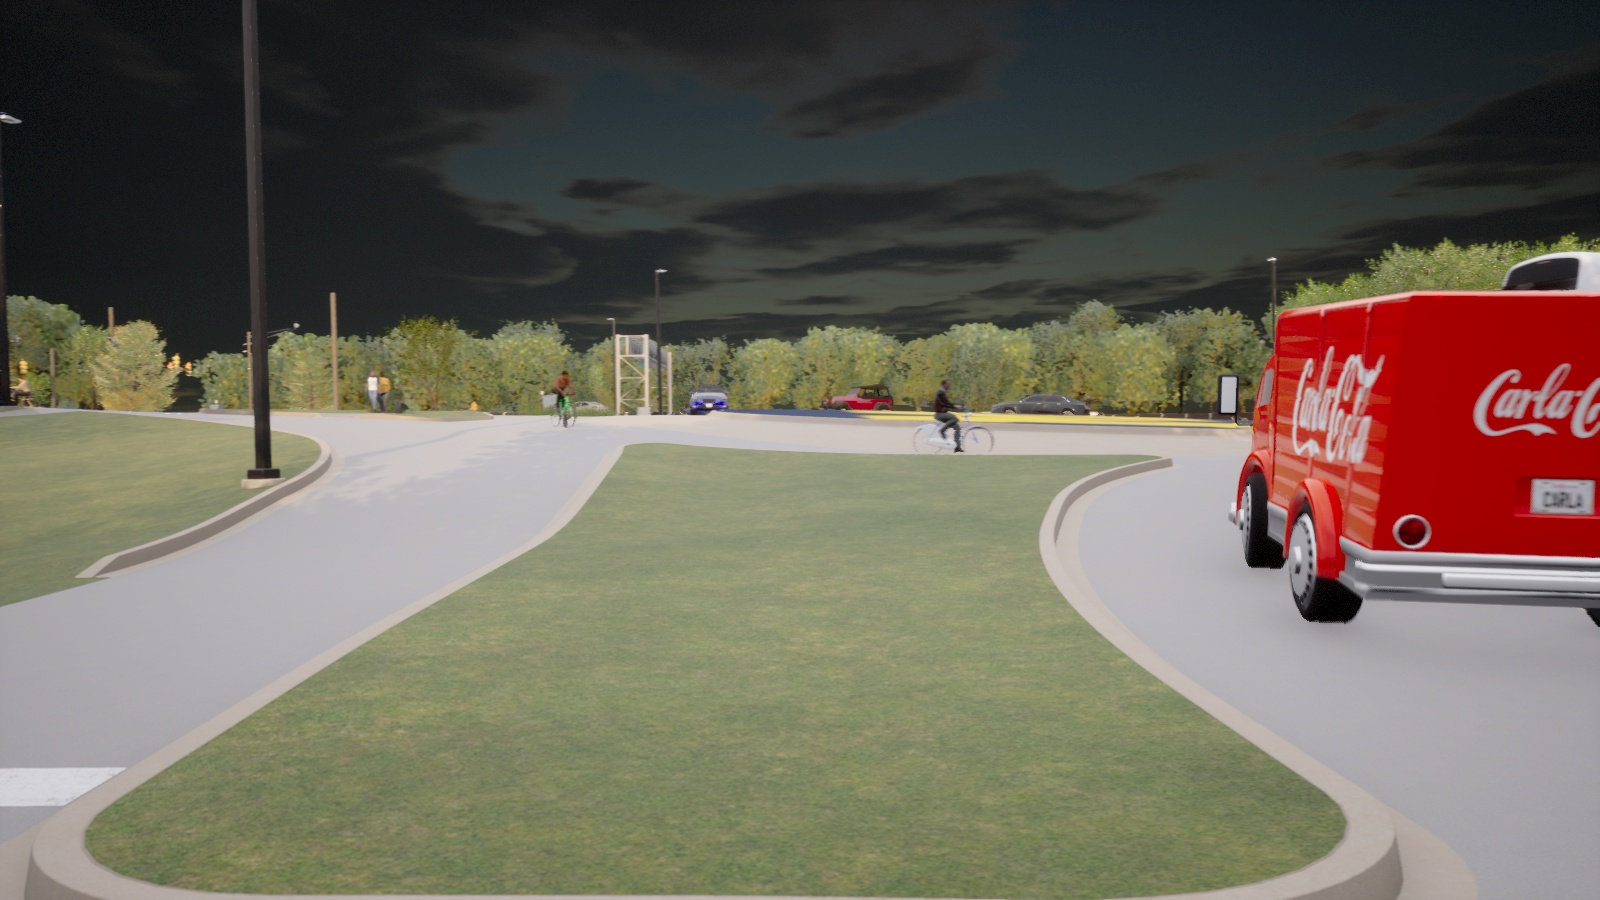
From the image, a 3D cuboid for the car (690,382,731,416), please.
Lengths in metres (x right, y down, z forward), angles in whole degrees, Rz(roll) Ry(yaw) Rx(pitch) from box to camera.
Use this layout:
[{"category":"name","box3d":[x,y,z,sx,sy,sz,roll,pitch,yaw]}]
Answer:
[{"category":"car","box3d":[-4.133,-2.348,58.405,1.816,1.474,4.193,0,1,-4]}]

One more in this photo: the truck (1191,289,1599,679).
[{"category":"truck","box3d":[5.163,0.069,10.620,2.627,2.467,5.204,2,4,8]}]

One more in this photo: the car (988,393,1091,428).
[{"category":"car","box3d":[11.912,-1.964,62.611,4.892,1.490,1.837,2,-1,10]}]

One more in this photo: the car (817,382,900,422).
[{"category":"car","box3d":[3.080,-2.492,65.921,3.866,1.878,1.905,1,0,-20]}]

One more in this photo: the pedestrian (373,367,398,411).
[{"category":"pedestrian","box3d":[-17.656,-2.596,53.495,0.874,1.855,0.900,-1,1,-23]}]

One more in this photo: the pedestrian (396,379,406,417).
[{"category":"pedestrian","box3d":[-20.012,-2.597,62.942,0.353,1.847,0.614,-1,1,-9]}]

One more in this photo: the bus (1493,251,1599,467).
[{"category":"bus","box3d":[20.895,-1.808,26.440,10.273,4.253,3.944,1,3,0]}]

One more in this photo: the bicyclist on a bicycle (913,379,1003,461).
[{"category":"bicyclist on a bicycle","box3d":[3.484,-0.672,27.792,1.843,1.776,0.659,1,1,22]}]

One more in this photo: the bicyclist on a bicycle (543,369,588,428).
[{"category":"bicyclist on a bicycle","box3d":[-6.605,-1.461,35.311,0.582,1.620,1.656,-1,4,-35]}]

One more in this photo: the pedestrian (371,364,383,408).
[{"category":"pedestrian","box3d":[-17.654,-2.661,52.387,0.354,1.836,0.706,-1,1,-13]}]
